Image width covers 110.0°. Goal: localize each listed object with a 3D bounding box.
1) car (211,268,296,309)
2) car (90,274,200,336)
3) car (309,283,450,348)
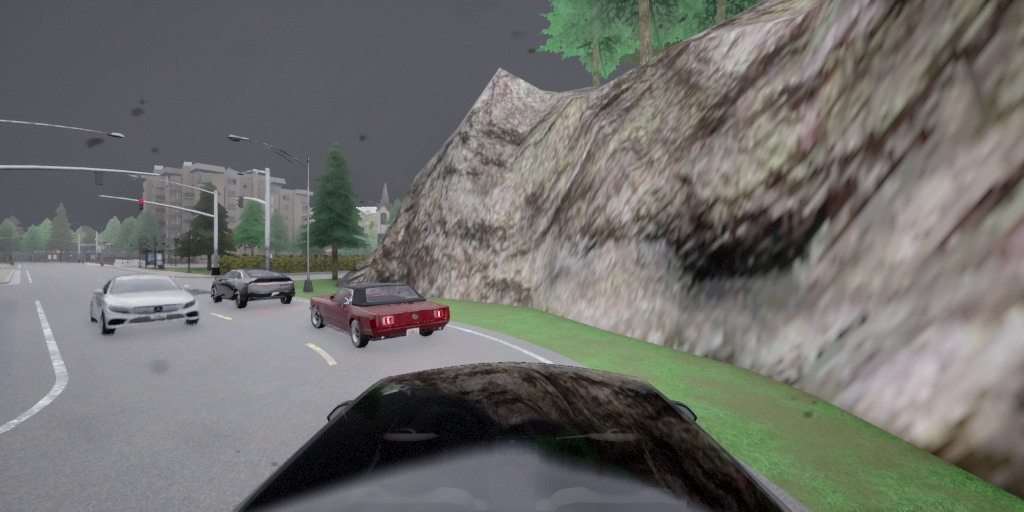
[{"bbox_3d":[-10.967,1.241,15.095,4.902,1.511,2.128,0,0,37],"label":"car"},{"bbox_3d":[-10.899,1.275,10.567,4.674,1.442,1.812,0,0,37],"label":"car"},{"bbox_3d":[-3.683,1.351,9.361,1.895,1.301,4.718,0,0,-44],"label":"car"}]
